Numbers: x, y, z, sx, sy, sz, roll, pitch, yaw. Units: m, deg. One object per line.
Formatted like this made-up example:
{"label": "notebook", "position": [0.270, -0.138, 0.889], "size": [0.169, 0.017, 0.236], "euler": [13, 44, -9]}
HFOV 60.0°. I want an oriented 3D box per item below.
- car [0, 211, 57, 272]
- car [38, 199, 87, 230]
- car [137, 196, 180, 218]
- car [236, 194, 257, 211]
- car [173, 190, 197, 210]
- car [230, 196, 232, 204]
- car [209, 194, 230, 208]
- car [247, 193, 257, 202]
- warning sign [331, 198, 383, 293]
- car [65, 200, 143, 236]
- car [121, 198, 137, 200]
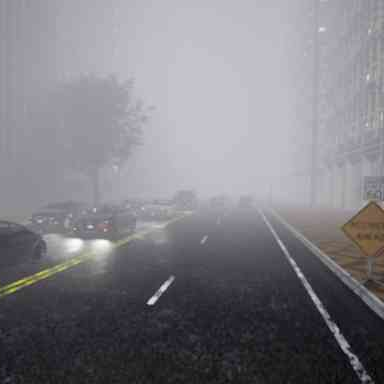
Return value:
{"label": "car", "position": [-5.538, 1.388, 8.305], "size": [1.994, 1.385, 4.181], "euler": [1, 1, 9]}
{"label": "car", "position": [-7.104, 1.194, 18.810], "size": [1.837, 1.490, 4.892], "euler": [1, 1, 9]}
{"label": "car", "position": [-2.541, 1.281, 26.554], "size": [1.895, 1.301, 4.718], "euler": [1, 1, 9]}
{"label": "car", "position": [5.834, 1.254, 36.582], "size": [2.033, 1.411, 5.357], "euler": [1, 1, 10]}
{"label": "car", "position": [-0.755, 0.817, 37.151], "size": [2.150, 2.045, 5.566], "euler": [1, 1, 10]}
{"label": "car", "position": [5.304, 0.996, 53.117], "size": [1.882, 1.535, 5.008], "euler": [1, 1, 9]}
{"label": "car", "position": [3.135, 1.175, 39.928], "size": [2.033, 1.411, 5.357], "euler": [1, 1, 8]}
{"label": "car", "position": [11.110, 0.967, 62.037], "size": [1.801, 1.575, 5.366], "euler": [1, 1, 9]}
{"label": "warning sign", "position": [3.893, 1.100, 7.266], "size": [1.300, 1.860, 1.060], "euler": [2, 2, 9]}
{"label": "car", "position": [-4.181, 1.322, 16.590], "size": [1.994, 1.385, 4.181], "euler": [1, 1, 9]}
{"label": "car", "position": [-5.460, 1.210, 28.808], "size": [1.895, 1.301, 4.718], "euler": [1, 1, 9]}
